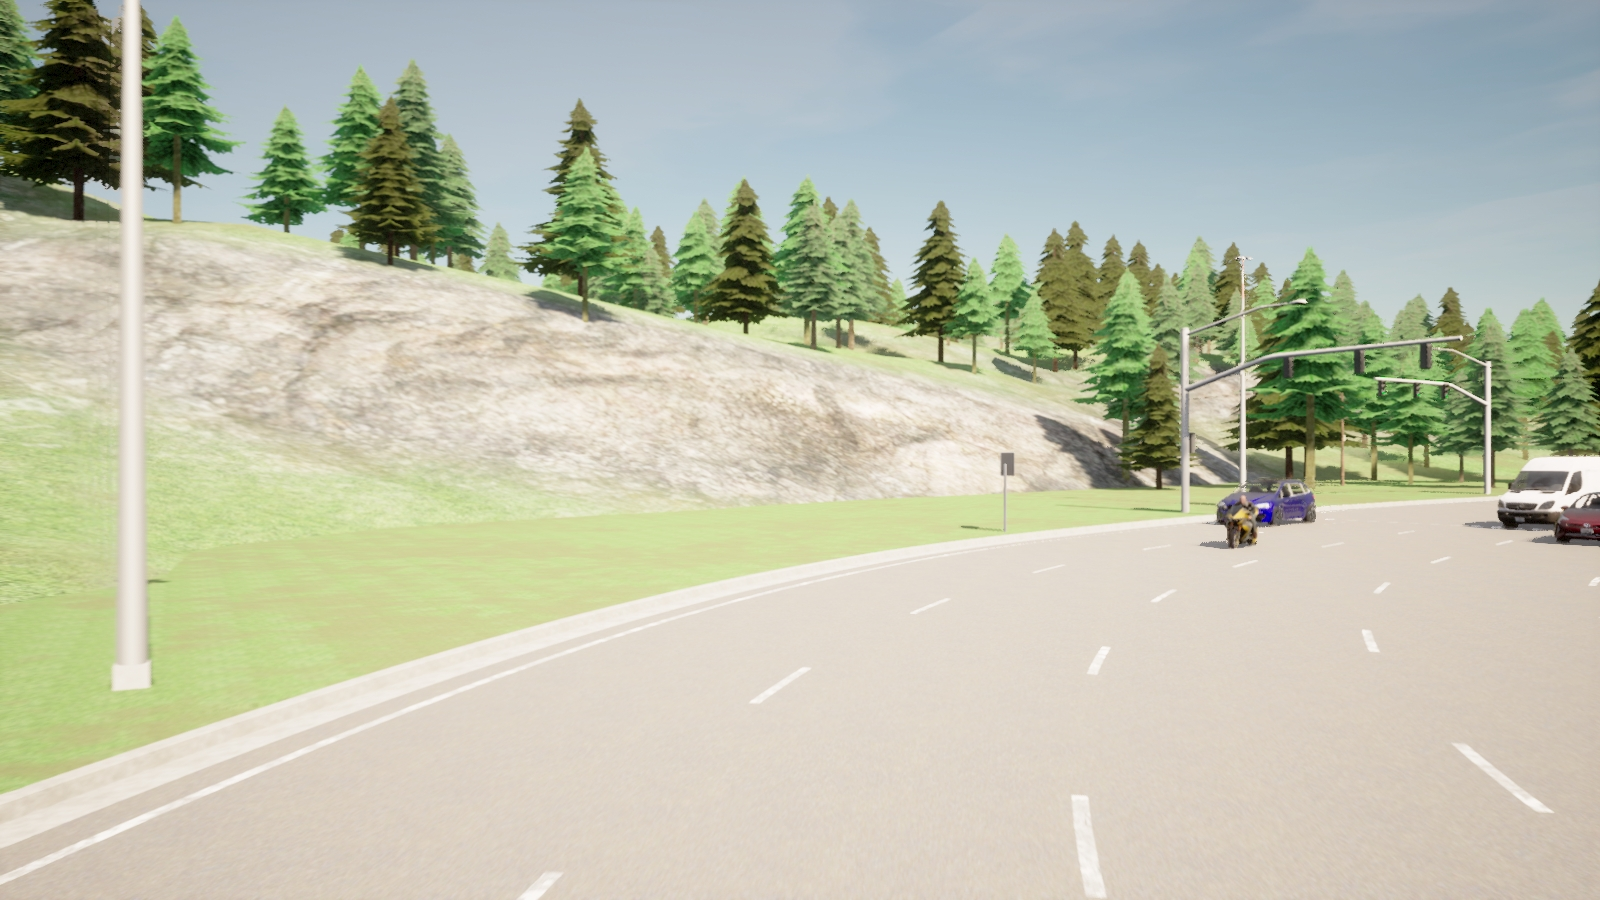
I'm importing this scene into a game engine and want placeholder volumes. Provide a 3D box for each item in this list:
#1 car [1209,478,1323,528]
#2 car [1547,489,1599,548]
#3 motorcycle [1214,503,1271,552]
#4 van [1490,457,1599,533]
[{"bbox_3d":[17.523,1.949,42.885,4.611,1.667,2.242,0,0,-43],"label":"car"},{"bbox_3d":[24.352,2.026,34.371,4.514,1.525,2.007,0,0,-41],"label":"car"},{"bbox_3d":[12.639,2.190,32.595,0.867,1.251,2.209,1,1,40],"label":"motorcycle"},{"bbox_3d":[27.280,1.518,40.703,5.915,2.561,1.988,0,0,-30],"label":"van"}]
